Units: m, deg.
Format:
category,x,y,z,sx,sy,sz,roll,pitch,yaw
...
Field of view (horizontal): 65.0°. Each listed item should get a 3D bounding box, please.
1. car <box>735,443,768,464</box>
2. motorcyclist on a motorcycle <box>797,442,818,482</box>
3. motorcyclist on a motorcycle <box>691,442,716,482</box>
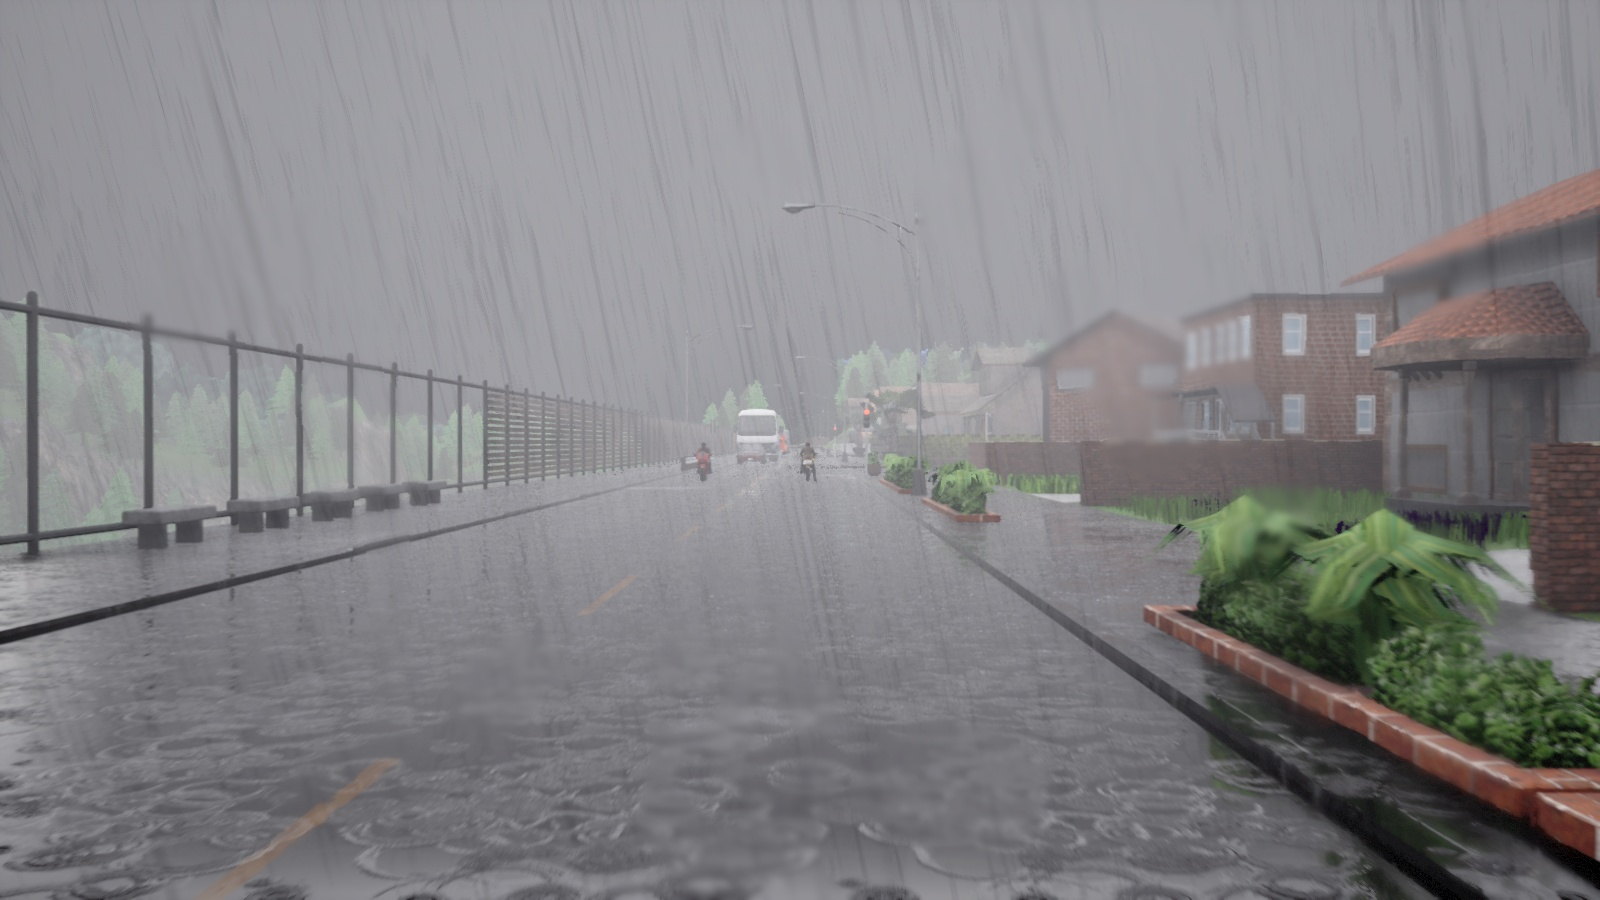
category,x,y,z,sx,sy,sz,roll,pitch,yaw
car,-3.457,0.233,90.547,2.163,1.488,4.792,0,0,0
motorcyclist on a motorcycle,0.298,0.454,48.698,0.797,1.523,2.044,0,0,0
motorcyclist on a motorcycle,-3.705,0.454,48.243,0.797,1.523,2.044,0,0,0
